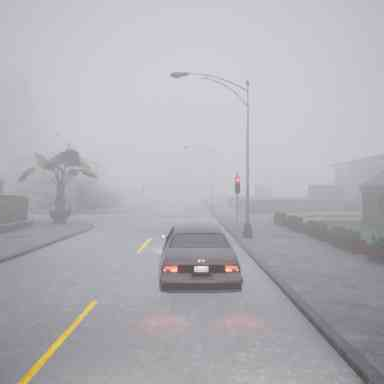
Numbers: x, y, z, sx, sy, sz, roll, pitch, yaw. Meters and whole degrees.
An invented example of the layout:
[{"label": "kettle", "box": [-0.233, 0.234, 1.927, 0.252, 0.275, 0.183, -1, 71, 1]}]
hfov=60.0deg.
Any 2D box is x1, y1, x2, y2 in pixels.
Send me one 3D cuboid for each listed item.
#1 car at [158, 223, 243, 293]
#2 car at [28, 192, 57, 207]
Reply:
[{"label": "car", "box": [0.114, 1.547, 8.989, 2.033, 1.411, 5.357, 0, 0, -2]}, {"label": "car", "box": [-19.758, 0.985, 43.904, 1.905, 1.878, 3.866, 0, 0, 35]}]
